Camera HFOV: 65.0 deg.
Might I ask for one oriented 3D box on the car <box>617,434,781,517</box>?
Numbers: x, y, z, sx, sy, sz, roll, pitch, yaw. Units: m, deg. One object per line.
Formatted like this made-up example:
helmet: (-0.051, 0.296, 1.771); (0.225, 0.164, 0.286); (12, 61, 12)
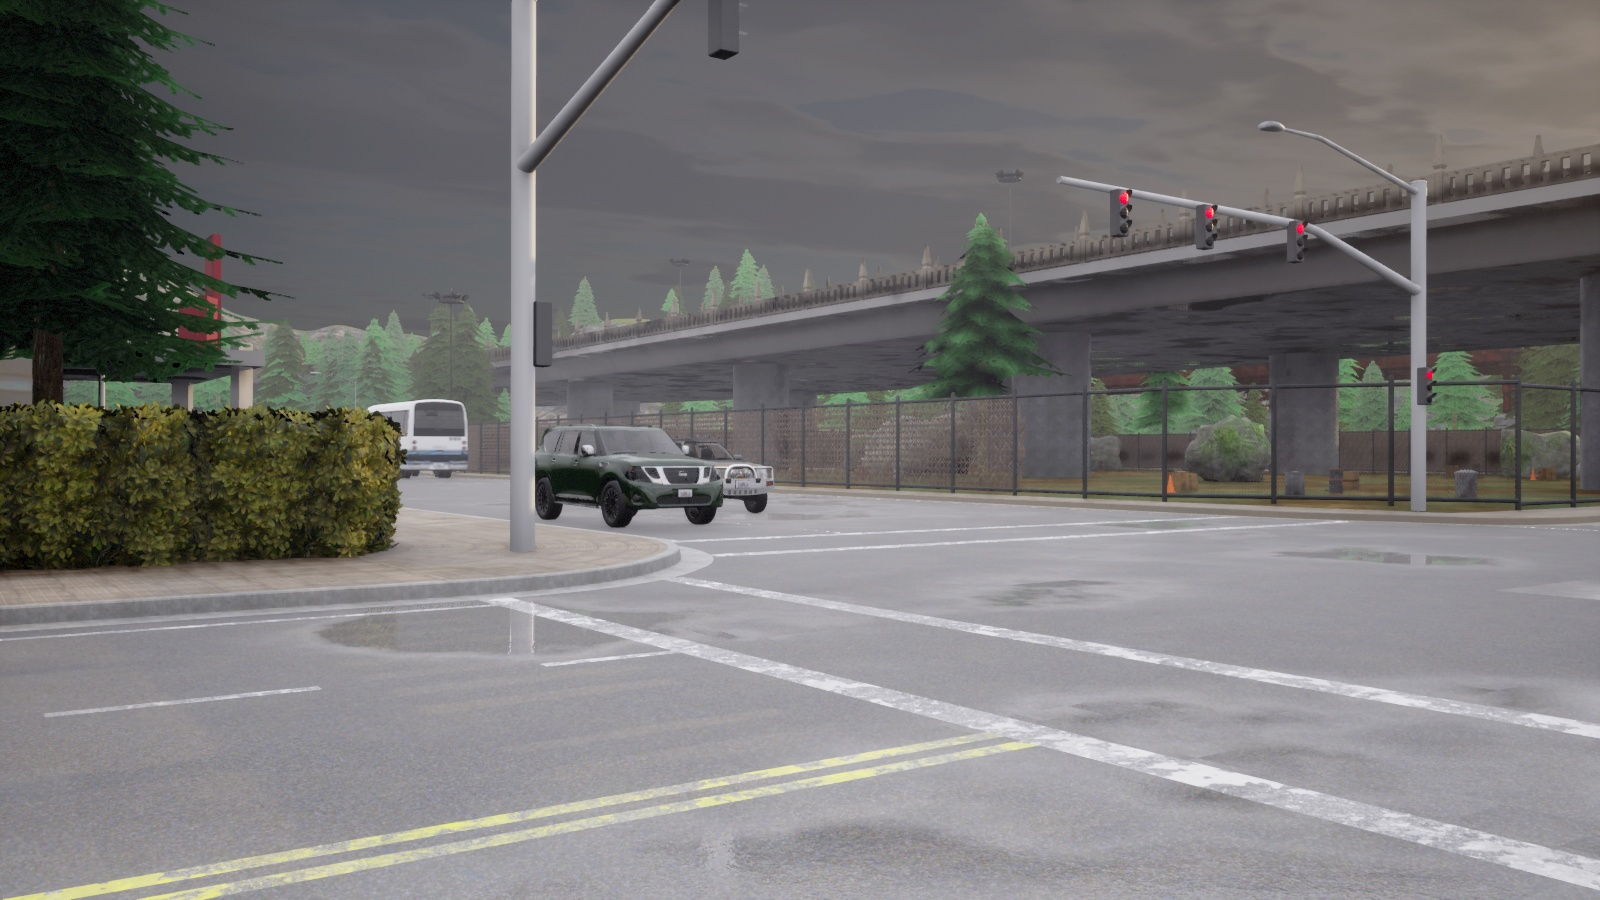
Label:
car: (-2.549, 0.586, 30.481); (1.932, 1.855, 4.605); (0, 0, -35)

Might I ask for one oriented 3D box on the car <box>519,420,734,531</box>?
car: (-3.753, 0.480, 26.071); (2.150, 2.045, 5.566); (0, 0, -35)

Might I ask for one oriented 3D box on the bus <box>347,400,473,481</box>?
bus: (-22.314, -0.465, 71.302); (3.944, 4.253, 10.273); (0, 0, -35)
